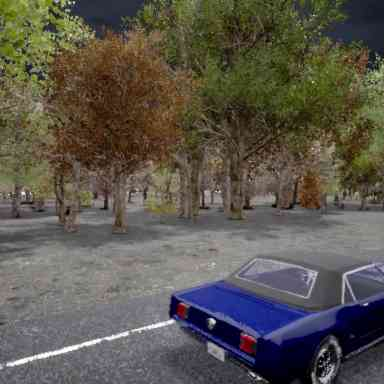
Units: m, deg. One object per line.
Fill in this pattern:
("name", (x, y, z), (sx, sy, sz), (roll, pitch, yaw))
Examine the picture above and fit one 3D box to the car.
("car", (2.093, 1.602, 5.227), (4.718, 1.301, 1.895), (0, 0, -35))
